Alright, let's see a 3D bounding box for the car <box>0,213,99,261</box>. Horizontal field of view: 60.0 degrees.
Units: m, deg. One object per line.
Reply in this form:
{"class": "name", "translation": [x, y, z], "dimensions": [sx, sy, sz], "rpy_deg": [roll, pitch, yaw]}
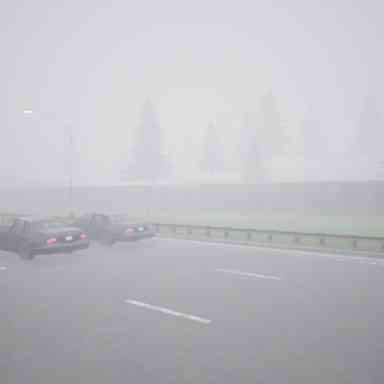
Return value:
{"class": "car", "translation": [-6.211, 1.639, 12.730], "dimensions": [5.357, 1.411, 2.033], "rpy_deg": [0, 0, 36]}

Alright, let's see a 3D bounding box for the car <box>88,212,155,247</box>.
{"class": "car", "translation": [-4.200, 1.639, 15.595], "dimensions": [5.357, 1.411, 2.033], "rpy_deg": [0, 0, 36]}
